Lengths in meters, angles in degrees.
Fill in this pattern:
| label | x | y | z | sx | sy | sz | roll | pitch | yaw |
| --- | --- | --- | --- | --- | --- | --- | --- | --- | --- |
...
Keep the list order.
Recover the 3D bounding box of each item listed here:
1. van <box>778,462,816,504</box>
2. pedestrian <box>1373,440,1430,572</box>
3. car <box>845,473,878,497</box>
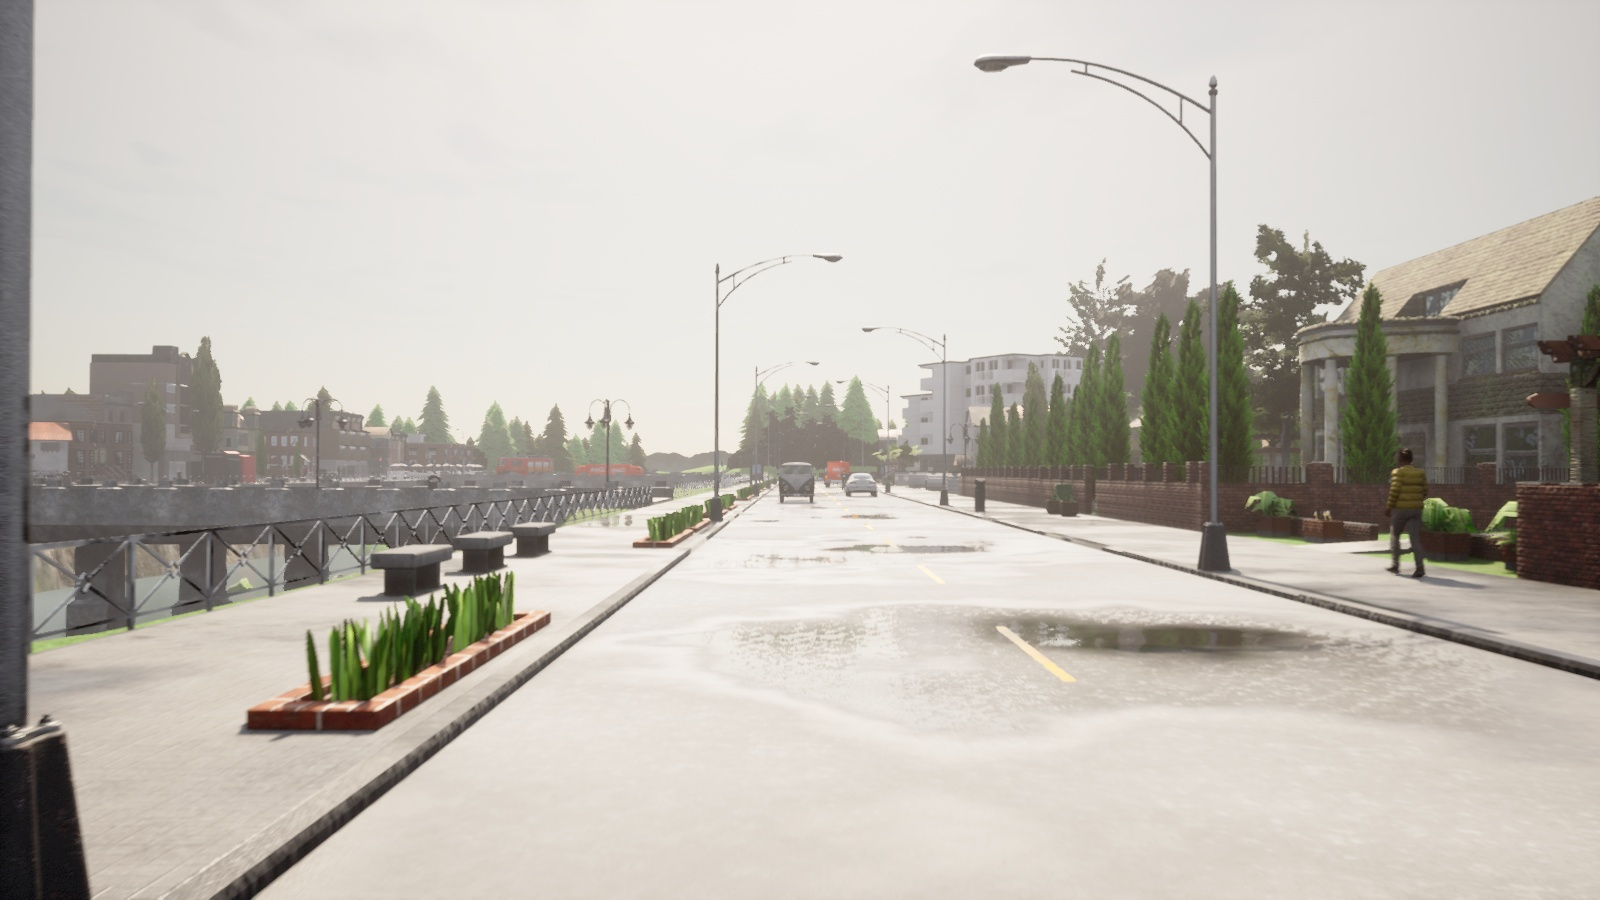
| label | x | y | z | sx | sy | sz | roll | pitch | yaw |
| --- | --- | --- | --- | --- | --- | --- | --- | --- | --- |
| van | -0.147 | 1.608 | 62.129 | 1.775 | 1.987 | 4.442 | 0 | -1 | 0 |
| pedestrian | 8.561 | 0.790 | 17.892 | 0.431 | 1.840 | 0.709 | 0 | -1 | -2 |
| car | 3.815 | 2.141 | 78.615 | 1.812 | 1.442 | 4.674 | 0 | -1 | 0 |
